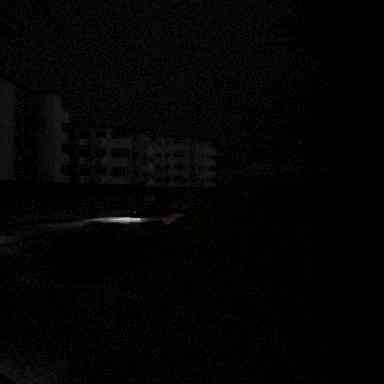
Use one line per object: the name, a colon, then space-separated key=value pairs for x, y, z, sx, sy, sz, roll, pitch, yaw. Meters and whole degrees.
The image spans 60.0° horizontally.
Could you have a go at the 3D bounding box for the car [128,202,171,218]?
car: x=-3.825 y=1.597 z=30.493 sx=1.994 sy=1.385 sz=4.181 roll=0 pitch=0 yaw=36

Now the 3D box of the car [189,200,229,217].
car: x=1.655 y=1.531 z=30.956 sx=1.837 sy=1.490 sz=4.892 roll=0 pitch=0 yaw=36
